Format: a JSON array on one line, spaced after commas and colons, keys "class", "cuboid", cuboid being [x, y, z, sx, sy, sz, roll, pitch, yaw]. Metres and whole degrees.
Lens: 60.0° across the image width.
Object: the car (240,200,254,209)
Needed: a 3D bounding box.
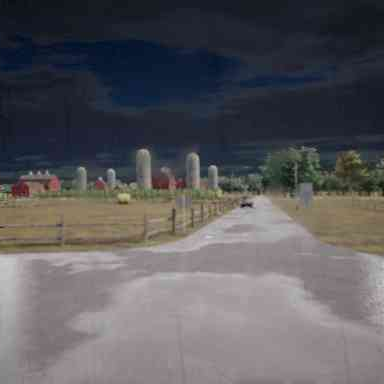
[{"class": "car", "cuboid": [8.100, 1.801, 48.790, 1.895, 1.301, 4.718, -1, 0, 12]}]
